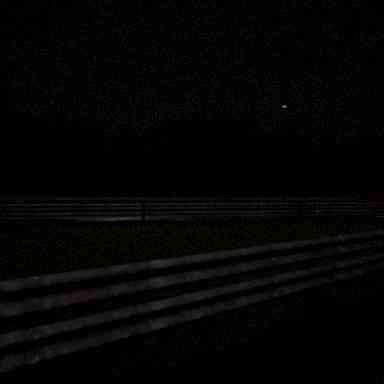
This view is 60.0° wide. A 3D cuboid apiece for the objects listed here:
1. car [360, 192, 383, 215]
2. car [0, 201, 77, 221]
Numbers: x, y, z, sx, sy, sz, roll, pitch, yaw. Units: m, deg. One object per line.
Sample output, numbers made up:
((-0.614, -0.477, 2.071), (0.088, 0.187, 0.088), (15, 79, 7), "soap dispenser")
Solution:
((18.111, 1.037, 30.163), (5.566, 2.045, 2.150), (0, 0, -13), "car")
((-10.575, 1.268, 23.323), (4.718, 1.301, 1.895), (0, 0, -13), "car")
